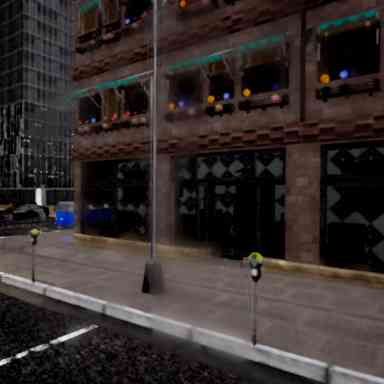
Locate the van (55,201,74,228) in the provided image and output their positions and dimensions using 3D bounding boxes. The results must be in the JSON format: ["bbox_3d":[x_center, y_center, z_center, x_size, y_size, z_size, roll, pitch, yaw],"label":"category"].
[{"bbox_3d":[-7.318,1.502,22.895,1.690,1.788,3.998,1,1,36],"label":"van"}]

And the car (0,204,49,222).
[{"bbox_3d":[-14.136,1.660,27.772,1.947,1.339,4.313,1,1,36],"label":"car"}]
